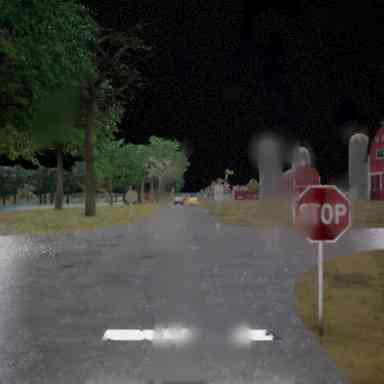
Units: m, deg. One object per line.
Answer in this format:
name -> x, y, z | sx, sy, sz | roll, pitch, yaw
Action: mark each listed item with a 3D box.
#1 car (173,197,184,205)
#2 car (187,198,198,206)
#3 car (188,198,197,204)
car -> -2.623, 1.818, 65.895 | 1.882, 1.535, 5.008 | 0, -1, 0
car -> 0.118, 1.756, 61.302 | 1.882, 1.535, 5.008 | 0, -1, 0
car -> 0.139, 1.853, 71.753 | 1.895, 1.301, 4.718 | 0, -1, 0
